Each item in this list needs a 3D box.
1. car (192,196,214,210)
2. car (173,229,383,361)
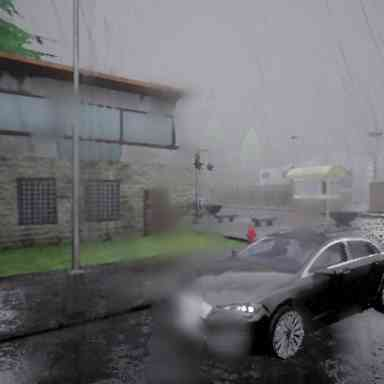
[{"bbox_3d":[0.749,1.301,41.076,2.097,1.767,4.553,0,0,-35],"label":"car"},{"bbox_3d":[1.970,1.482,5.993,4.902,1.511,2.128,0,0,-35],"label":"car"}]
